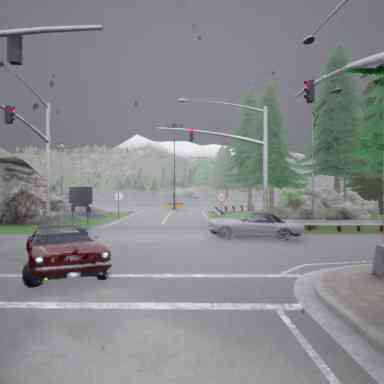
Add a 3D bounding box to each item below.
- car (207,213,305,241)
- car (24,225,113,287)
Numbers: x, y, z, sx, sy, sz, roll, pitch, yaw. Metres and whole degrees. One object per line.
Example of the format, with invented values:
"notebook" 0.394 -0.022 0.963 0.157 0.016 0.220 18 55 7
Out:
"car" 3.143 1.720 17.070 4.718 1.301 1.895 2 0 0
"car" -3.682 1.653 9.591 1.895 1.301 4.718 1 -2 -27
